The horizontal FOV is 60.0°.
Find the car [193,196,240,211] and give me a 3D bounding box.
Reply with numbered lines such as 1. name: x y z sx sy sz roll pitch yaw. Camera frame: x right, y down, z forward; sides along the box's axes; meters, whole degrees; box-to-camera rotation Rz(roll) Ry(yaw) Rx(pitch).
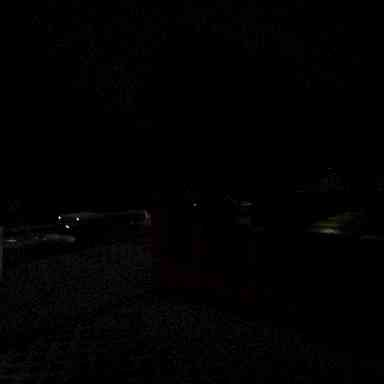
1. car: 2.036 1.004 26.960 1.895 1.301 4.718 0 2 36

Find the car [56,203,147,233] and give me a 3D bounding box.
1. car: -4.664 1.296 17.656 1.895 1.301 4.718 0 1 36

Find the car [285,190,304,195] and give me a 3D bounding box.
1. car: 13.050 0.433 42.160 1.812 1.442 4.674 0 1 36
